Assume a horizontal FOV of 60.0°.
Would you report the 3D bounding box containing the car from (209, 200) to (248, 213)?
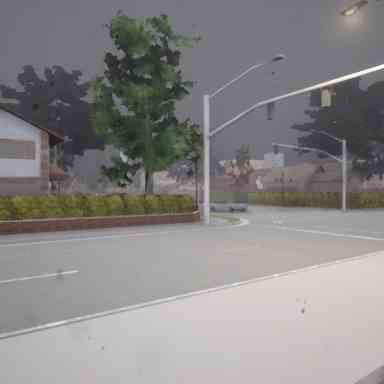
[{"bbox_3d":[3.869,1.509,36.329,1.895,1.301,4.718,0,0,-36],"label":"car"}]
